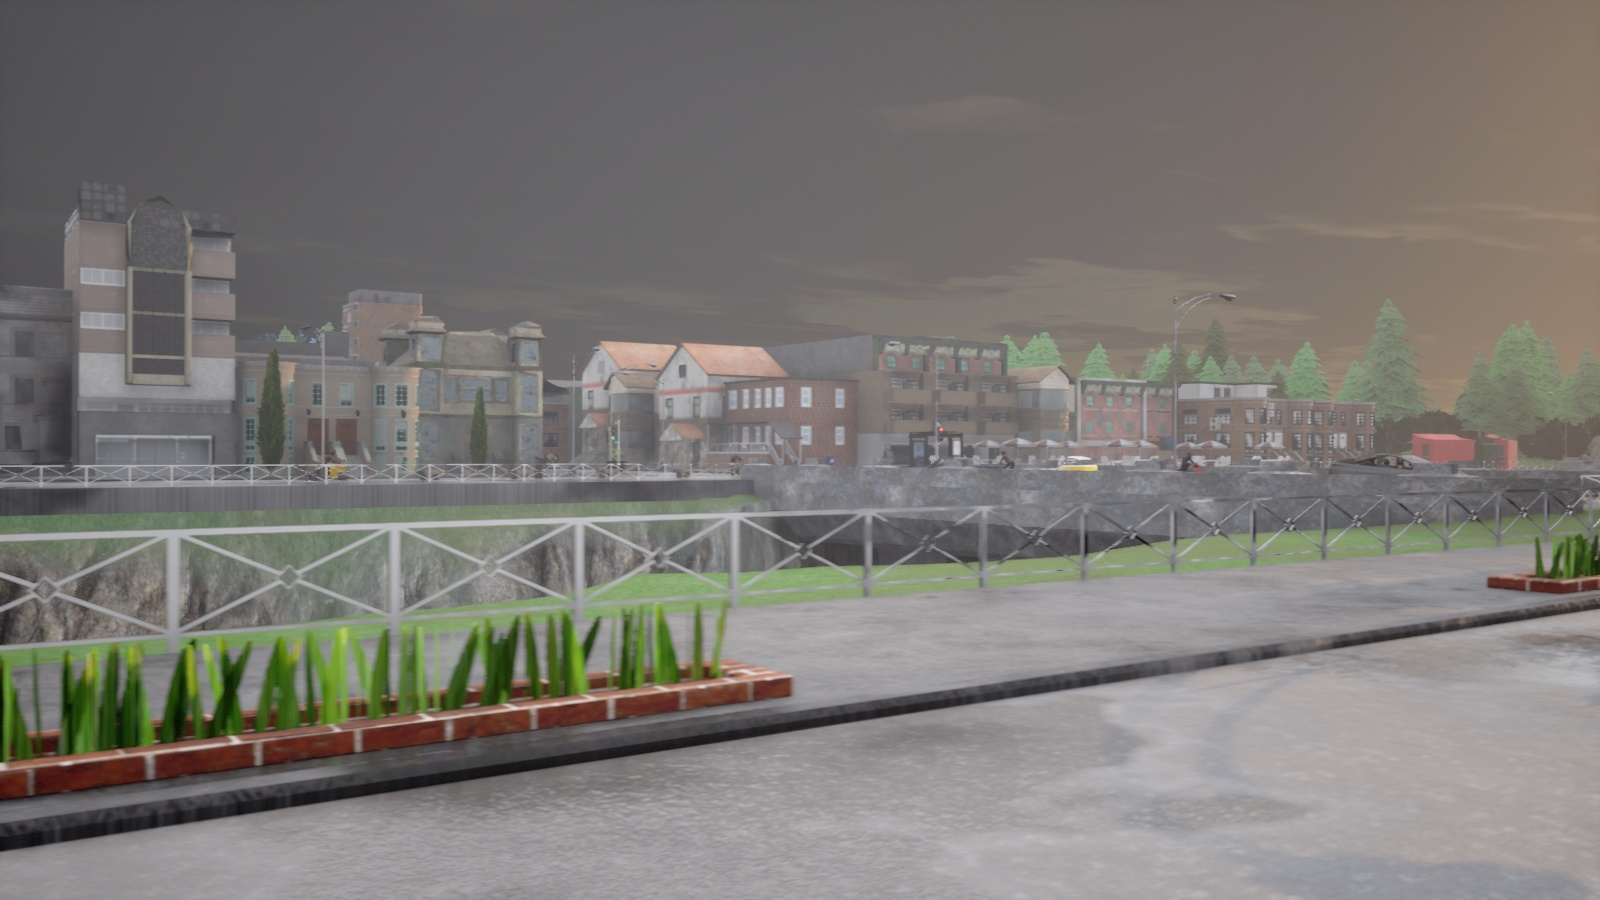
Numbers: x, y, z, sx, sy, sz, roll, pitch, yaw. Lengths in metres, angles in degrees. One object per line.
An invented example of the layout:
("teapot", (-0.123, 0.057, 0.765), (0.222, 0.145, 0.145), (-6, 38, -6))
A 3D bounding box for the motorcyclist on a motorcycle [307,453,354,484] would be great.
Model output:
("motorcyclist on a motorcycle", (-23.578, 0.931, 63.055), (2.044, 1.523, 0.797), (0, 0, -35))

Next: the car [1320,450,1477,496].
("car", (20.659, 0.755, 43.499), (2.007, 1.525, 4.514), (0, 0, -34))

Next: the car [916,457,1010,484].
("car", (7.939, 0.980, 61.692), (1.895, 1.301, 4.718), (0, 0, -35))

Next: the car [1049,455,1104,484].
("car", (13.395, 0.920, 60.855), (1.481, 1.376, 2.207), (0, 0, -35))
